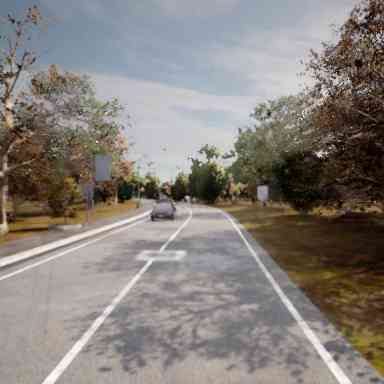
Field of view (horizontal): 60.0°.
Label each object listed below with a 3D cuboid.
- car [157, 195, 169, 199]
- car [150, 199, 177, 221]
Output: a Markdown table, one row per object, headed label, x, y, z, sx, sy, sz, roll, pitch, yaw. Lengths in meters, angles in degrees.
| label | x | y | z | sx | sy | sz | roll | pitch | yaw |
| --- | --- | --- | --- | --- | --- | --- | --- | --- | --- |
| car | -5.898 | 1.353 | 68.184 | 2.097 | 1.767 | 4.553 | 1 | 0 | -14 |
| car | -2.238 | 1.561 | 27.474 | 1.812 | 1.442 | 4.674 | 0 | 0 | 2 |
